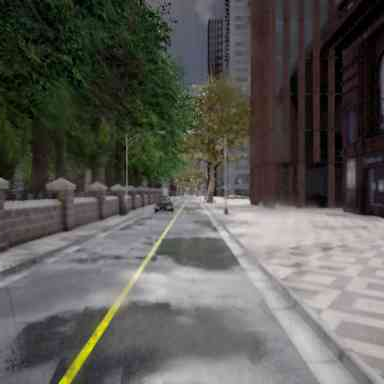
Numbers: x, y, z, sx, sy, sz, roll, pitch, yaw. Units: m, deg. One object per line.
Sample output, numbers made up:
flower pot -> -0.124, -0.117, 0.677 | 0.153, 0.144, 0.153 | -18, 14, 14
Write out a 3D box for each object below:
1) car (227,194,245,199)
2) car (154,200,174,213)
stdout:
car -> 12.447, 1.430, 93.551 | 4.829, 1.417, 1.752 | -1, 1, 0
car -> -2.963, 1.568, 36.269 | 1.994, 1.385, 4.181 | 0, 0, 0
